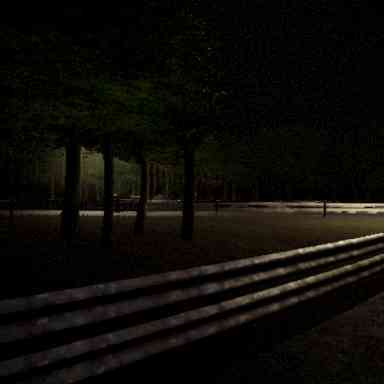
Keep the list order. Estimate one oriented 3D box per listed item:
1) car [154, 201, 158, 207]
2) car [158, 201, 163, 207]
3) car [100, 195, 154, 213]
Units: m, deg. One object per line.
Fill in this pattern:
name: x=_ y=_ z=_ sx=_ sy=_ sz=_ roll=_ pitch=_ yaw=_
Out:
car: x=-6.981 y=1.625 z=41.001 sx=4.553 sy=1.767 sz=2.097 roll=0 pitch=-1 yaw=3
car: x=-6.730 y=1.558 z=44.494 sx=5.566 sy=2.045 sz=2.150 roll=0 pitch=-1 yaw=3
car: x=-7.513 y=1.340 z=37.530 sx=5.566 sy=2.045 sz=2.150 roll=0 pitch=-1 yaw=3
